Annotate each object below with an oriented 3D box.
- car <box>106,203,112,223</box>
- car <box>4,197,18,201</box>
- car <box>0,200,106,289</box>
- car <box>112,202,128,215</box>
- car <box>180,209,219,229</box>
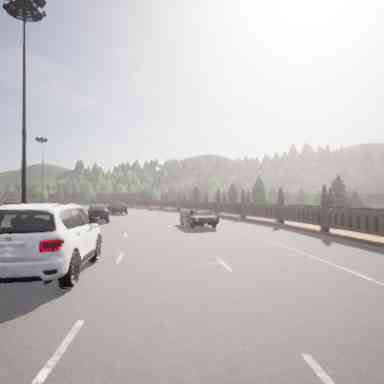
[{"bbox_3d":[-8.347,1.866,29.326,1.837,1.490,4.892,0,-1,-17],"label":"car"},{"bbox_3d":[-30.690,1.952,56.675,2.150,2.045,5.566,1,-1,-37],"label":"car"},{"bbox_3d":[-4.090,1.344,9.572,2.150,2.045,5.566,0,-1,-6],"label":"car"},{"bbox_3d":[-9.373,1.999,41.605,2.128,1.511,4.902,0,-1,-24],"label":"car"},{"bbox_3d":[0.396,1.882,24.176,1.895,1.301,4.718,0,-1,-14],"label":"car"}]
